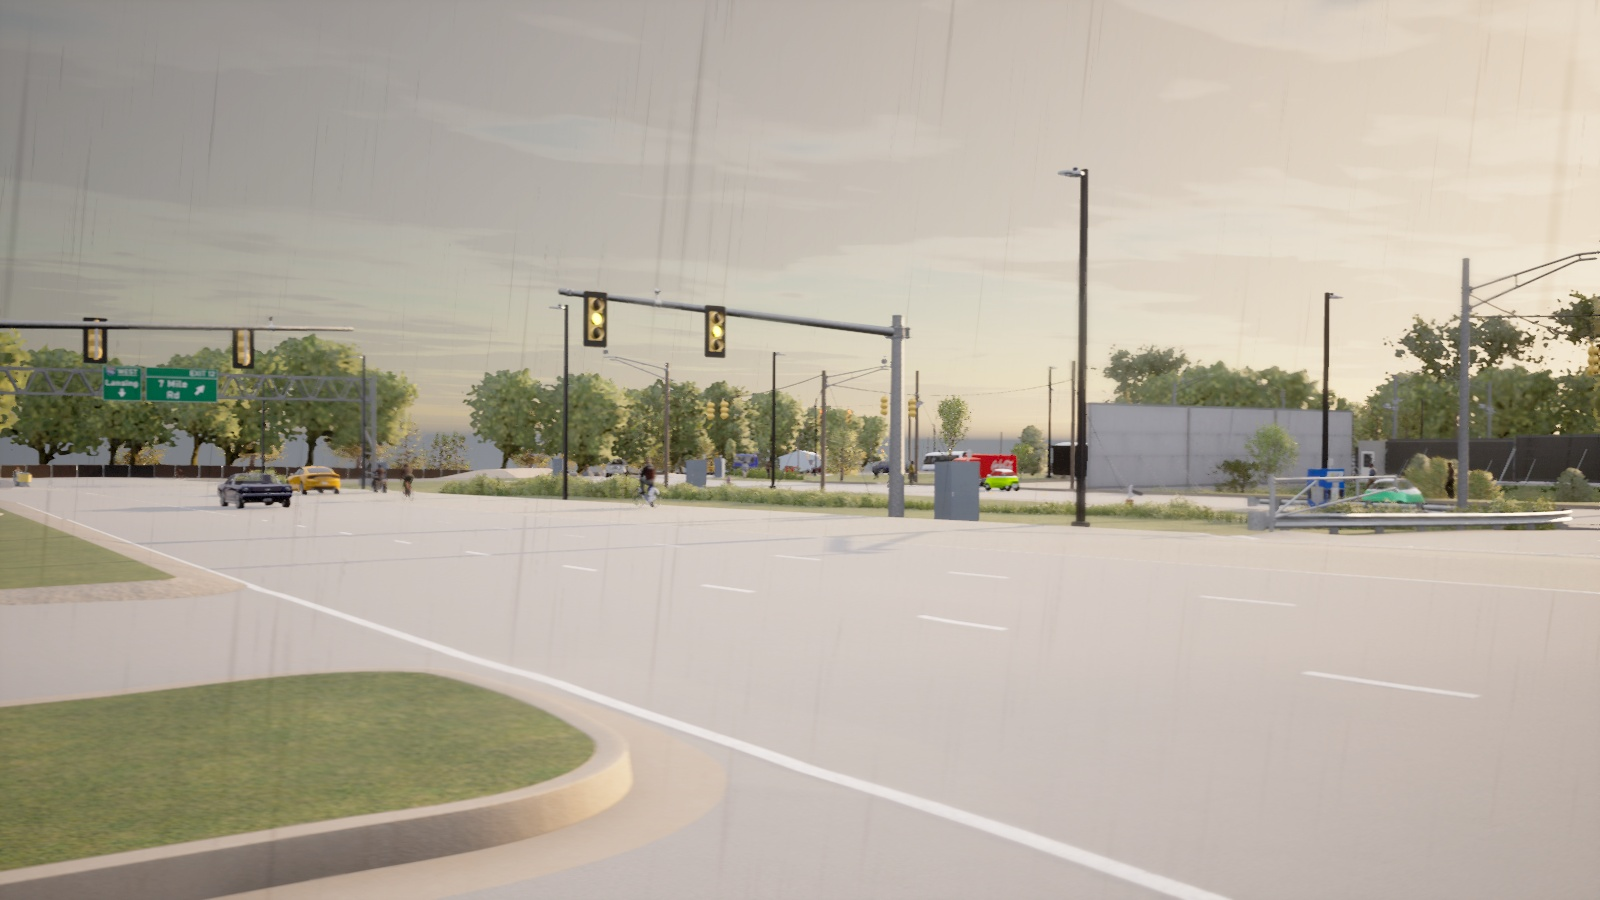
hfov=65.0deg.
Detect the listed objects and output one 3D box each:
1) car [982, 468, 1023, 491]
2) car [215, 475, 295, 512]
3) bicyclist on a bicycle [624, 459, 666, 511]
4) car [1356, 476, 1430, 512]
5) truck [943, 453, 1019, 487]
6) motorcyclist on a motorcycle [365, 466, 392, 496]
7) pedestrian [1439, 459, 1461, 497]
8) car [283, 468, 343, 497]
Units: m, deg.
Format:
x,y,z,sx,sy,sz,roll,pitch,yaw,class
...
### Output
x,y,z,sx,sy,sz,roll,pitch,yaw,class
12.713,1.833,78.891,1.481,1.376,2.207,0,0,-34,car
-20.836,1.630,47.910,1.895,1.301,4.718,0,-1,-35,car
-5.461,1.207,44.219,0.659,1.776,1.843,0,0,-35,bicyclist on a bicycle
23.804,1.731,50.439,1.481,1.376,2.207,0,-1,-35,car
13.532,1.484,93.610,5.204,2.467,2.627,1,0,-36,truck
-23.553,1.706,70.160,0.766,1.649,2.350,0,-1,-35,motorcyclist on a motorcycle
31.816,1.354,61.481,0.328,1.805,0.869,0,1,-36,pedestrian
-26.532,1.748,68.314,1.882,1.535,5.008,0,-1,-35,car
